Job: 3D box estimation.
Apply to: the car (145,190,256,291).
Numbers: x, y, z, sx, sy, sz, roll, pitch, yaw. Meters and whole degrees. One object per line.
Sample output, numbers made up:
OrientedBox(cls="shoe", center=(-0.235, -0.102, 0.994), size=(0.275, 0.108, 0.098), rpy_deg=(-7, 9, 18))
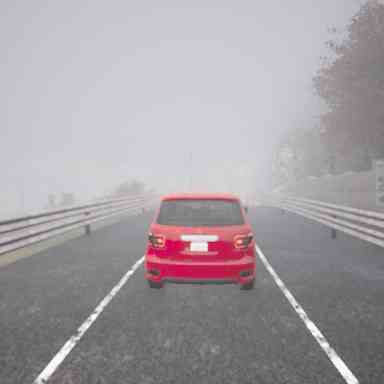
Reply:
OrientedBox(cls="car", center=(0.283, 0.953, 8.438), size=(2.150, 2.045, 5.566), rpy_deg=(0, 2, 3))

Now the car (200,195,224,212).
OrientedBox(cls="car", center=(1.808, 0.914, 28.872), size=(1.895, 1.301, 4.718), rpy_deg=(0, 0, 4))
